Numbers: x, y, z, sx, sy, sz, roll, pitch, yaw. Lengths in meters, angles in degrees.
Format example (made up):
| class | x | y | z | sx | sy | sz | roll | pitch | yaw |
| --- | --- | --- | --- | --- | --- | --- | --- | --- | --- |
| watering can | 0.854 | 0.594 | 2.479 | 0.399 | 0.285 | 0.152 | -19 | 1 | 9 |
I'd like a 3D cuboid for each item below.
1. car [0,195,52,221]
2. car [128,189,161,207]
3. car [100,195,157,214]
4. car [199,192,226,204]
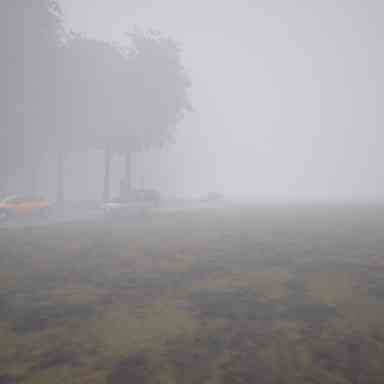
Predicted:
| class | x | y | z | sx | sy | sz | roll | pitch | yaw |
| --- | --- | --- | --- | --- | --- | --- | --- | --- | --- |
| car | -12.667 | 1.052 | 24.119 | 2.097 | 1.767 | 4.553 | 1 | 2 | 36 |
| car | -5.527 | 0.703 | 34.035 | 2.150 | 2.045 | 5.566 | 1 | 2 | 36 |
| car | -5.559 | 1.195 | 29.032 | 1.895 | 1.301 | 4.718 | 1 | 2 | 36 |
| car | 2.863 | 0.764 | 45.666 | 1.837 | 1.490 | 4.892 | 1 | 2 | 36 |
